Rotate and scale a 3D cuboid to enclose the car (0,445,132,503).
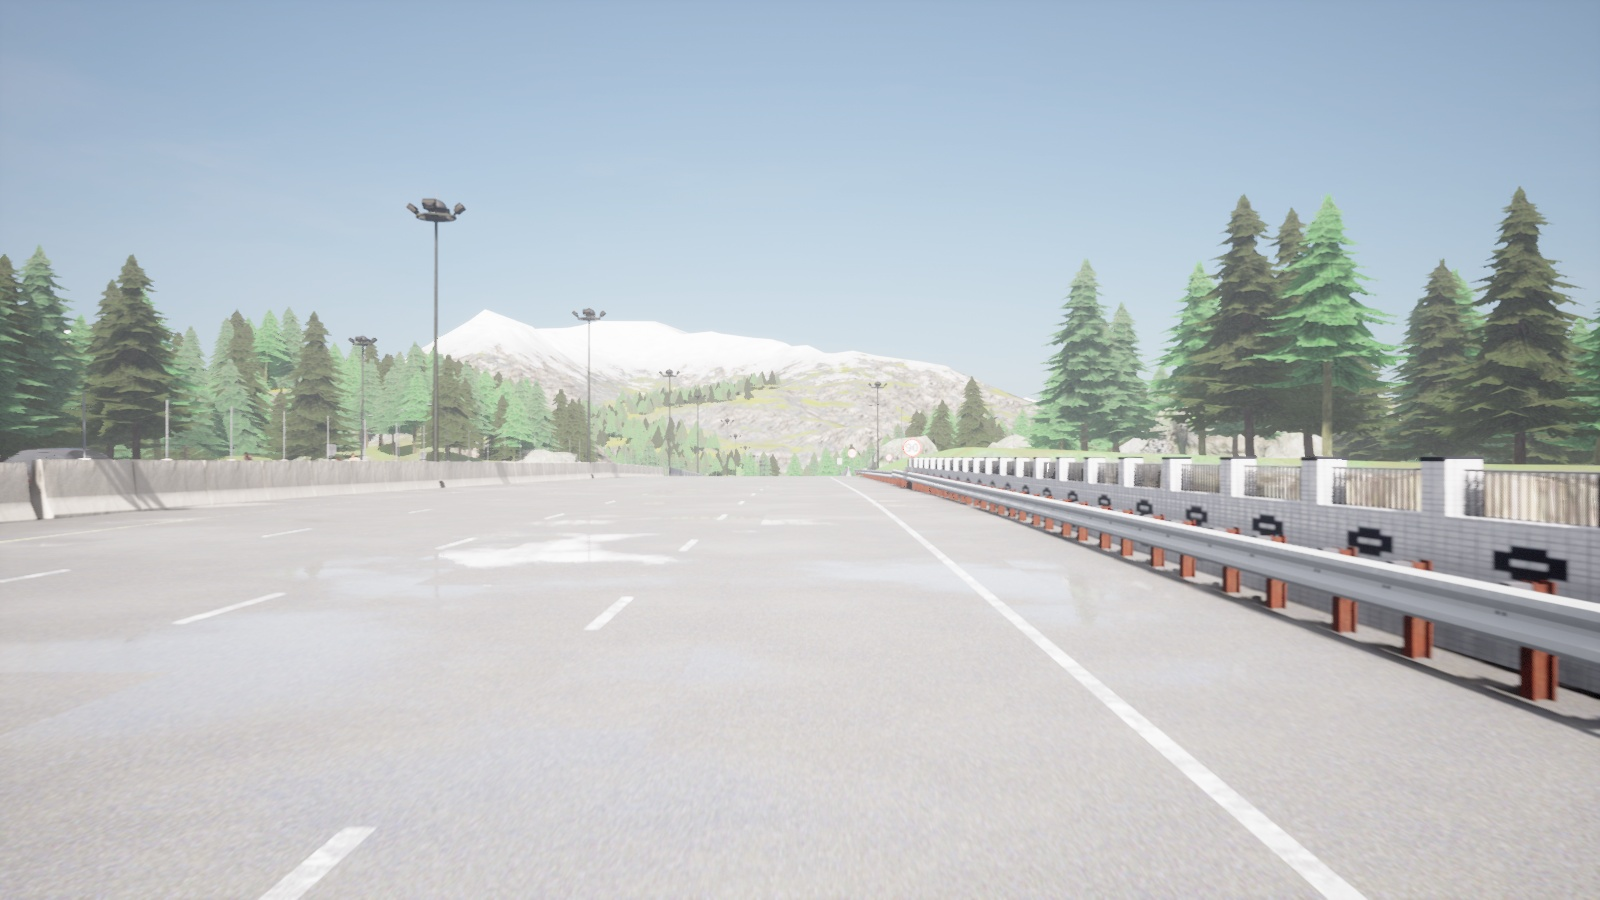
[{"bbox_3d":[-20.788,0.633,34.646,2.163,1.488,4.792,0,0,0],"label":"car"}]
